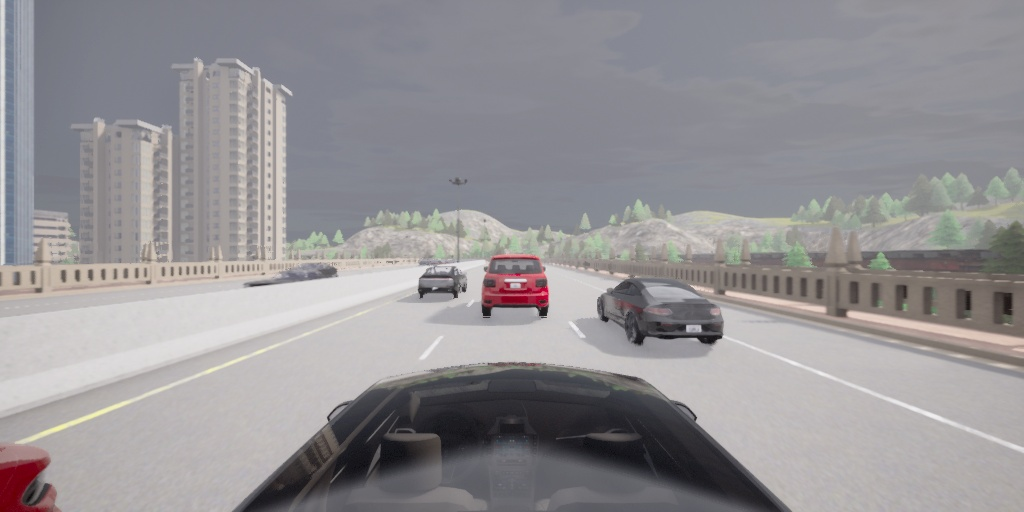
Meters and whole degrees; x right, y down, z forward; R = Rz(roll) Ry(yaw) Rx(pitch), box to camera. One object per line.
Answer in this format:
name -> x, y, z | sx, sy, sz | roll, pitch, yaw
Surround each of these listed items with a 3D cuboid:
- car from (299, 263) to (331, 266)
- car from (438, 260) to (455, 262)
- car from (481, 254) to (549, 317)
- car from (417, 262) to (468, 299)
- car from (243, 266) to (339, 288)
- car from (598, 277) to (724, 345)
car -> -14.092, 1.237, 25.261 | 2.128, 1.511, 4.902 | 0, 0, 0
car -> -10.524, 1.365, 59.870 | 1.895, 1.301, 4.718 | 0, 0, 1
car -> 0.102, 0.969, 13.276 | 2.150, 2.045, 5.566 | 0, 0, 0
car -> -3.397, 1.238, 18.197 | 2.128, 1.511, 4.902 | 0, 0, 0
car -> -10.597, 1.347, 17.429 | 1.895, 1.301, 4.718 | 0, 0, 0
car -> 3.602, 1.274, 9.406 | 1.812, 1.442, 4.674 | 0, 0, 0
